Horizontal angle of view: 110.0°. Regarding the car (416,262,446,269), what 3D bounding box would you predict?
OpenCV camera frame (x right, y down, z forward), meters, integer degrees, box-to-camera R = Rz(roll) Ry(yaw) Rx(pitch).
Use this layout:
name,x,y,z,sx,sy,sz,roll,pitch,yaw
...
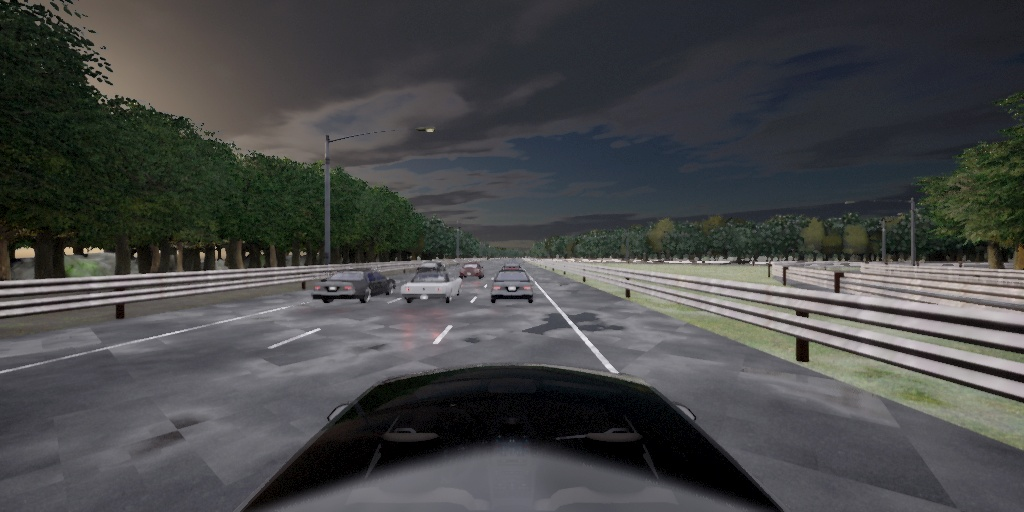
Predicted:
name,x,y,z,sx,sy,sz,roll,pitch,yaw
car,-7.000,1.238,31.499,1.882,1.535,5.008,0,0,0

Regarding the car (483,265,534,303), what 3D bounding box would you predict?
name,x,y,z,sx,sy,sz,roll,pitch,yaw
car,0.001,1.311,16.500,2.033,1.411,5.357,0,0,0

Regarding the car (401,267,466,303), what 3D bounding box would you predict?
name,x,y,z,sx,sy,sz,roll,pitch,yaw
car,-3.499,1.364,16.530,1.895,1.301,4.718,0,0,0

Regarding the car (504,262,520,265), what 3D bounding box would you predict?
name,x,y,z,sx,sy,sz,roll,pitch,yaw
car,0.000,1.248,31.500,2.128,1.511,4.902,0,0,0

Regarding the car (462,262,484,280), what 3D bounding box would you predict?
name,x,y,z,sx,sy,sz,roll,pitch,yaw
car,-3.500,1.286,31.500,1.812,1.442,4.674,0,0,0

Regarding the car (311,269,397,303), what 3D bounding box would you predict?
name,x,y,z,sx,sy,sz,roll,pitch,yaw
car,-7.000,1.311,16.499,2.033,1.411,5.357,0,0,0
